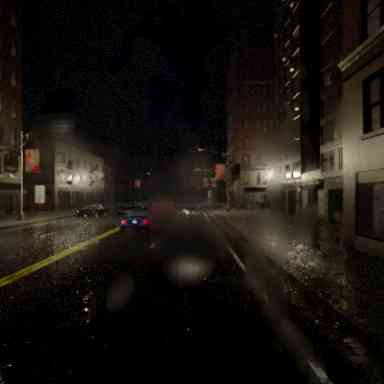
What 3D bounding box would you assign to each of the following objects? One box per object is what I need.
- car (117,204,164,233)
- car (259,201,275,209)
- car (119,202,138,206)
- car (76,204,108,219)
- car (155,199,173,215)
[{"bbox_3d":[-3.218,1.742,21.078,2.033,1.411,5.357,0,-1,0],"label":"car"},{"bbox_3d":[12.234,2.030,50.085,4.313,1.339,1.947,0,0,0],"label":"car"},{"bbox_3d":[-6.649,1.808,35.465,1.882,1.535,5.008,0,-1,0],"label":"car"},{"bbox_3d":[-9.907,1.914,33.142,1.895,1.301,4.718,0,-1,0],"label":"car"},{"bbox_3d":[-3.276,1.706,38.259,2.097,1.767,4.553,0,0,0],"label":"car"}]
